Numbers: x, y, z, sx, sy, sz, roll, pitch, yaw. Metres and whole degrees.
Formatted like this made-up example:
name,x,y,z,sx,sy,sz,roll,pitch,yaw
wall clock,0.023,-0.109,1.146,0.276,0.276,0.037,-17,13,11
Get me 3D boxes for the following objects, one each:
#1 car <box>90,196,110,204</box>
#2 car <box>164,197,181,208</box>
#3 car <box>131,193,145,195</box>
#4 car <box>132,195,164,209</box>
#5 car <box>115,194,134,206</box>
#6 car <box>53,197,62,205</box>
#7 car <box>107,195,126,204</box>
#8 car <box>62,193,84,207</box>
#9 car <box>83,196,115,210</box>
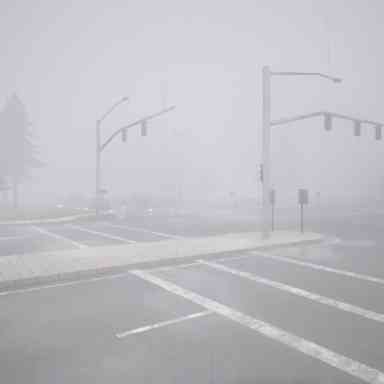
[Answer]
name,x,y,z,sx,sy,sz,roll,pitch,yaw
car,-17.346,1.491,62.786,2.128,1.511,4.902,0,0,-35
car,-3.472,1.505,48.997,1.837,1.490,4.892,0,0,-35
car,-9.009,1.222,56.921,2.150,2.045,5.566,0,0,-35
car,-6.255,1.505,46.869,1.837,1.490,4.892,0,0,-35
car,-11.495,1.505,54.362,1.837,1.490,4.892,0,0,-35
car,-23.411,1.564,59.244,1.994,1.385,4.181,0,0,-34
car,-14.795,1.478,65.274,1.882,1.535,5.008,0,0,-34
car,-17.717,1.221,51.024,2.150,2.045,5.566,0,0,-35
car,-12.056,1.505,42.947,1.837,1.490,4.892,0,0,-35
